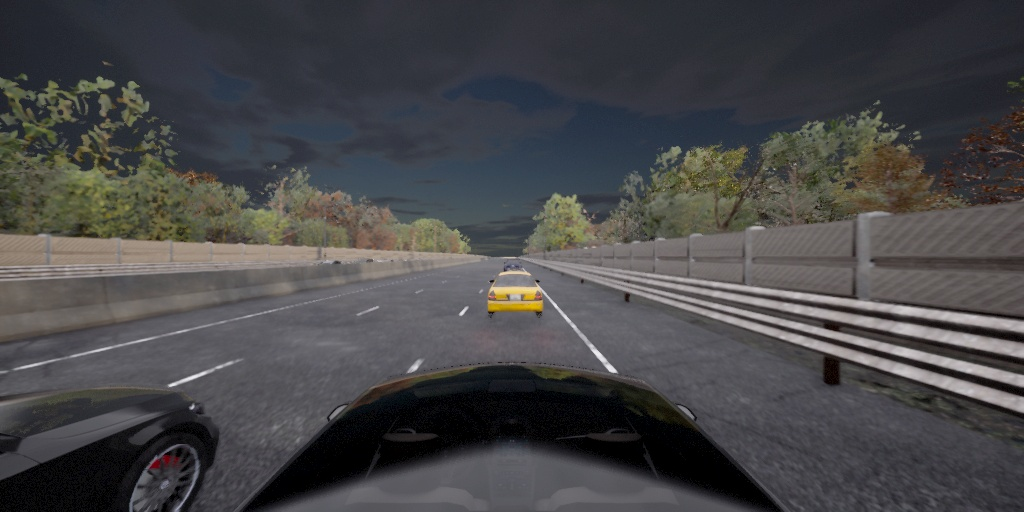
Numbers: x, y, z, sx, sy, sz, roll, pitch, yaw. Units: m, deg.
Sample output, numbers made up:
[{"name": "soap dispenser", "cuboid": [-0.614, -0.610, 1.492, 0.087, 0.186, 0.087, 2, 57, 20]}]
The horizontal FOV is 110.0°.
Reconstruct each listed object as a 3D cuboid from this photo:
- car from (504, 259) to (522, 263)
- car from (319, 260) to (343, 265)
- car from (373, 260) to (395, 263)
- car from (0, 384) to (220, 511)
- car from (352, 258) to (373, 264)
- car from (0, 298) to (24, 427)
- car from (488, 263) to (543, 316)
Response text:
[{"name": "car", "cuboid": [0.102, 1.113, 41.768, 2.097, 1.767, 4.553, 0, 0, 0]}, {"name": "car", "cuboid": [-24.519, 1.288, 48.611, 1.812, 1.442, 4.674, 0, 0, 1]}, {"name": "car", "cuboid": [-17.497, 1.331, 50.761, 1.812, 1.442, 4.674, 0, 0, 0]}, {"name": "car", "cuboid": [-3.387, 1.275, 1.047, 1.812, 1.442, 4.674, 0, 0, 0]}, {"name": "car", "cuboid": [-20.996, 1.118, 50.792, 2.097, 1.767, 4.553, 0, 0, 0]}, {"name": "car", "cuboid": [-6.900, 1.255, 1.950, 1.837, 1.490, 4.892, 0, 0, 0]}, {"name": "car", "cuboid": [0.100, 1.209, 13.239, 1.801, 1.575, 5.366, 0, 0, 0]}]
